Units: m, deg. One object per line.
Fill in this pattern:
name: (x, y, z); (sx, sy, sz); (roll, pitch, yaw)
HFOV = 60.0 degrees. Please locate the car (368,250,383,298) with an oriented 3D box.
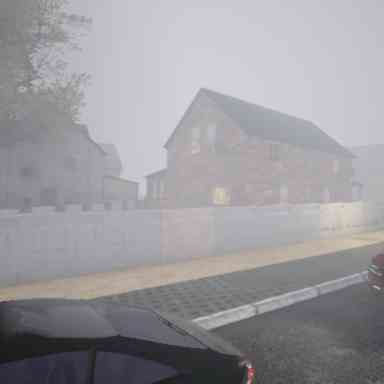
car: (5.831, 1.484, 7.442); (5.008, 1.535, 1.882); (0, 0, -37)

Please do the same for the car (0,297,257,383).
car: (-1.483, 1.555, 2.157); (4.181, 1.385, 1.994); (0, 0, -34)
